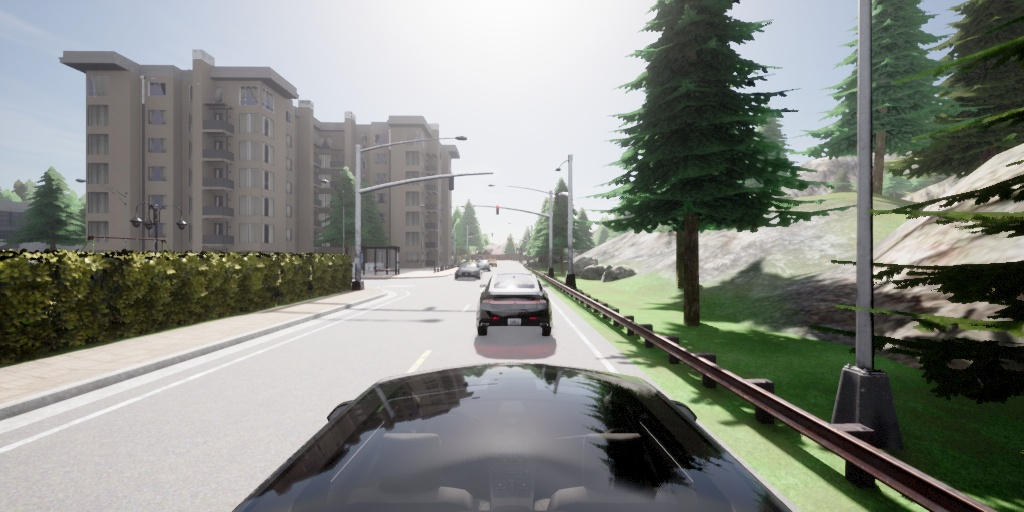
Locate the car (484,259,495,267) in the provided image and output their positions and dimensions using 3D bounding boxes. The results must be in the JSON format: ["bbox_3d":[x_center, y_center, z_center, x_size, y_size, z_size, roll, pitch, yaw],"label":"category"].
[{"bbox_3d":[-3.684,1.240,45.616,2.128,1.511,4.902,0,0,0],"label":"car"}]

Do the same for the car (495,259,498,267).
[{"bbox_3d":[-3.637,1.234,65.366,1.882,1.535,5.008,0,0,0],"label":"car"}]

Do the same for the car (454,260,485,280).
[{"bbox_3d":[-3.650,1.309,30.501,1.994,1.385,4.181,0,0,0],"label":"car"}]

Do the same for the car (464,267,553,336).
[{"bbox_3d":[0.062,1.241,10.370,2.128,1.511,4.902,0,0,0],"label":"car"}]
